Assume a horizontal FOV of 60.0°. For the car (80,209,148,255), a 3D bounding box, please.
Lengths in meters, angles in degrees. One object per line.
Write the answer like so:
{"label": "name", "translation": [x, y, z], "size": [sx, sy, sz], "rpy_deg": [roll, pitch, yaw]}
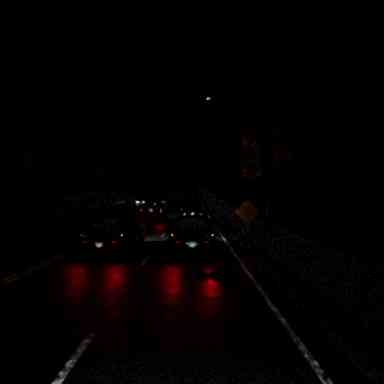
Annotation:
{"label": "car", "translation": [-3.219, 1.666, 13.895], "size": [1.812, 1.442, 4.674], "rpy_deg": [0, 0, 1]}

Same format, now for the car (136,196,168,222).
{"label": "car", "translation": [-3.215, 1.499, 28.389], "size": [2.097, 1.767, 4.553], "rpy_deg": [0, 0, 0]}

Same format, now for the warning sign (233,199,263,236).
{"label": "warning sign", "translation": [2.853, 1.277, 17.100], "size": [1.300, 1.860, 1.060], "rpy_deg": [-1, -1, 0]}

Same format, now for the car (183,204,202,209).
{"label": "car", "translation": [0.027, 1.701, 27.500], "size": [2.033, 1.411, 5.357], "rpy_deg": [0, 0, 0]}

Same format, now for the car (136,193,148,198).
{"label": "car", "translation": [-9.716, 0.979, 64.963], "size": [2.033, 1.411, 5.357], "rpy_deg": [0, 1, 0]}

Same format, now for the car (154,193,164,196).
{"label": "car", "translation": [-6.470, 0.978, 65.030], "size": [2.033, 1.411, 5.357], "rpy_deg": [0, 1, 0]}

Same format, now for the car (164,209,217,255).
{"label": "car", "translation": [0.030, 1.666, 13.894], "size": [1.812, 1.442, 4.674], "rpy_deg": [0, 0, 0]}
